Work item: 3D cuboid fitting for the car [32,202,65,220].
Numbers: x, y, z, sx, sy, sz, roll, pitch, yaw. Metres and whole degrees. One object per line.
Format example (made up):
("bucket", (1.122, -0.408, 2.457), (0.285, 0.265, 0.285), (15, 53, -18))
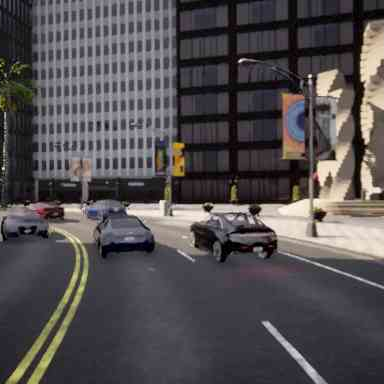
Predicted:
("car", (-12.620, 1.612, 28.304), (1.882, 1.535, 5.008), (0, 0, -45))

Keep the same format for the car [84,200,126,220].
("car", (-7.266, 1.444, 27.588), (2.097, 1.767, 4.553), (-1, 0, -39))

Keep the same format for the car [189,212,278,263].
("car", (1.276, 1.497, 12.203), (2.128, 1.511, 4.902), (0, 0, -16))

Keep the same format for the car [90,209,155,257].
("car", (-2.852, 1.603, 13.444), (1.994, 1.385, 4.181), (0, 0, -20))

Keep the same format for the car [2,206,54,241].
("car", (-8.718, 1.654, 17.323), (1.994, 1.385, 4.181), (0, 0, -31))
